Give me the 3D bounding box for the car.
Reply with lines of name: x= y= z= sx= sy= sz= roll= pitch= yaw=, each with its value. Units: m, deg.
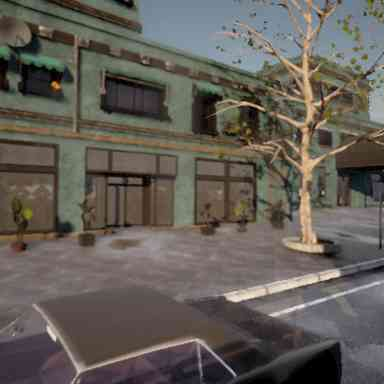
car: x=-0.947 y=1.606 z=2.578 sx=4.718 sy=1.301 sz=1.895 roll=1 pitch=0 yaw=-36
